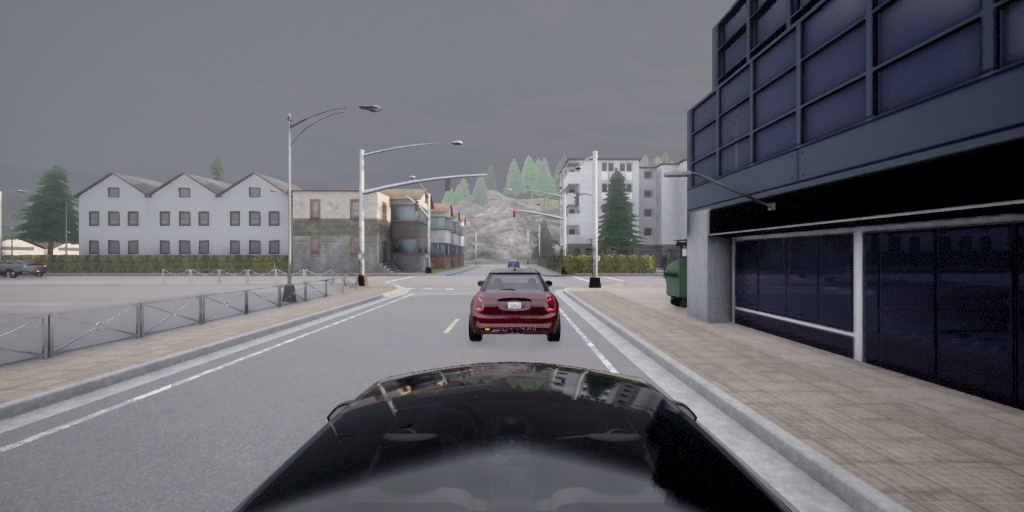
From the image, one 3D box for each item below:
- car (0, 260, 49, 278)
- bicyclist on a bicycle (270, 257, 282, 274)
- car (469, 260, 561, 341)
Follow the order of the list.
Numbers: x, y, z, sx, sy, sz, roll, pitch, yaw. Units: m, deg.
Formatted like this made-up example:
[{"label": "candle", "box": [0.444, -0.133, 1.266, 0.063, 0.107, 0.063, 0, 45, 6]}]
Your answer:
[{"label": "car", "box": [-42.115, 1.065, 30.065, 4.902, 1.511, 2.128, 0, 0, 0]}, {"label": "bicyclist on a bicycle", "box": [-22.226, 0.874, 33.826, 0.582, 1.620, 1.656, 0, 0, 0]}, {"label": "car", "box": [0.081, 1.102, 9.993, 2.097, 1.767, 4.553, 0, 0, 1]}]
